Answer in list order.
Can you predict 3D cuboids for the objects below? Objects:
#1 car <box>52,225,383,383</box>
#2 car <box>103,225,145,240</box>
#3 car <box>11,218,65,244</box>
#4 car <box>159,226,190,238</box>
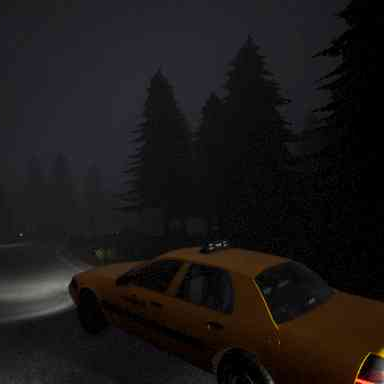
[{"bbox_3d":[0.121,1.441,4.753,5.366,1.575,1.801,0,1,43],"label":"car"},{"bbox_3d":[-7.440,4.510,36.975,2.033,1.411,5.357,-4,-8,20],"label":"car"},{"bbox_3d":[-12.736,3.230,28.189,2.150,2.045,5.566,-4,-7,7],"label":"car"},{"bbox_3d":[-2.316,5.544,46.281,1.882,1.535,5.008,-5,-8,30],"label":"car"}]
